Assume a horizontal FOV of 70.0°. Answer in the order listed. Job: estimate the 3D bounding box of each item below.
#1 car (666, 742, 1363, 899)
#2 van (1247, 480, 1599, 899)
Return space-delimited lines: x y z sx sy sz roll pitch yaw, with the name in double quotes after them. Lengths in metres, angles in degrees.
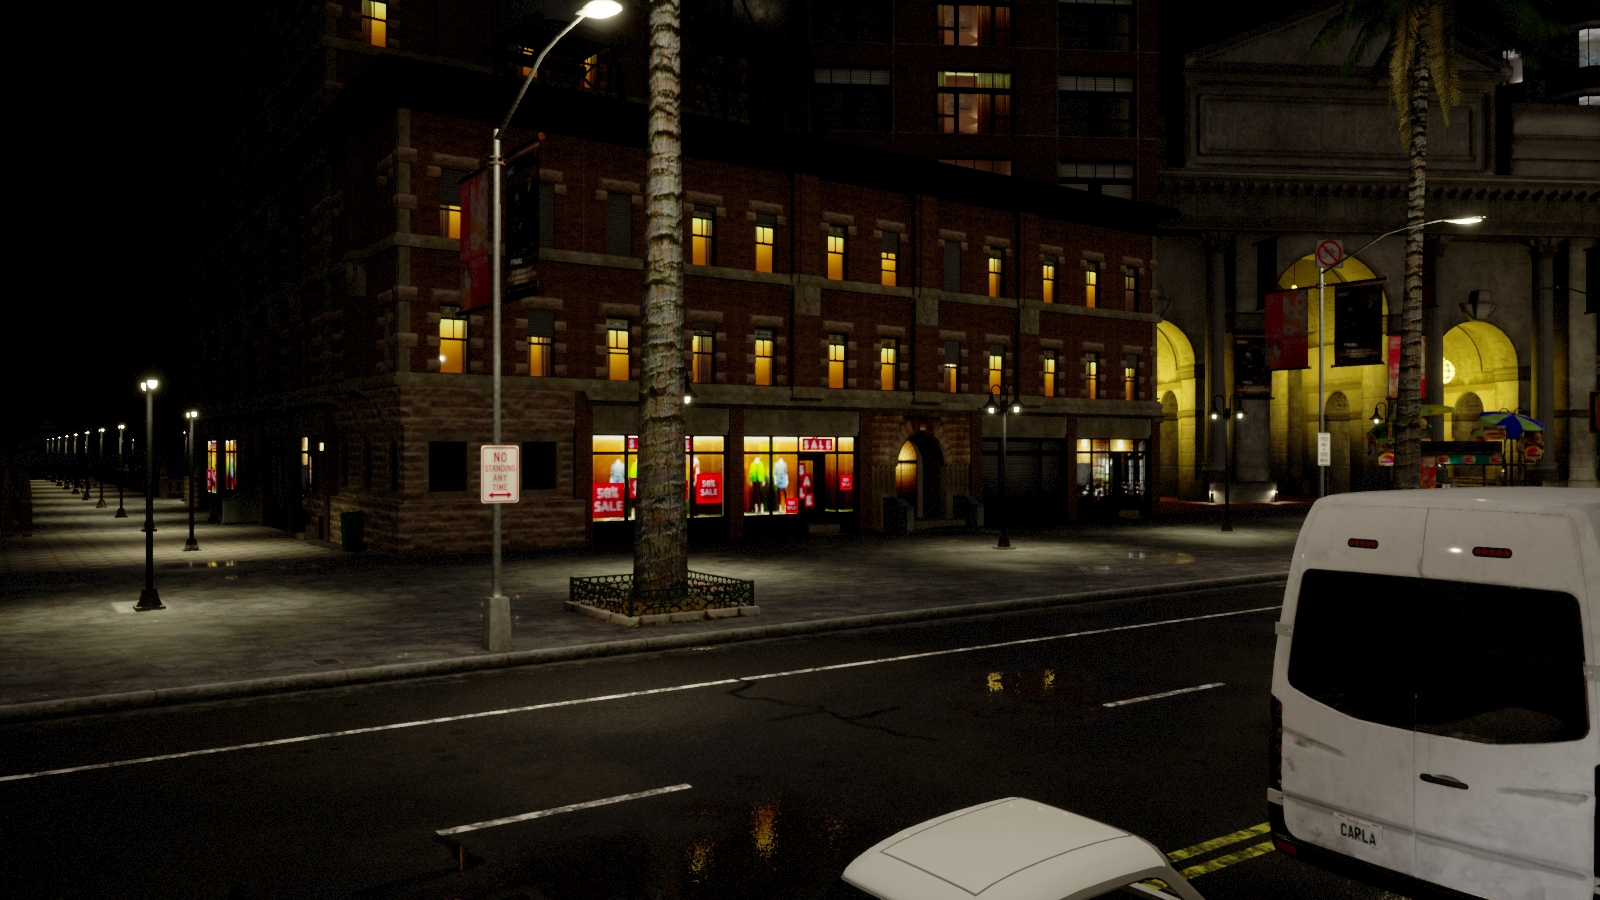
0.827 2.120 4.347 2.207 1.376 1.481 0 0 -35 "car"
5.722 1.534 7.821 5.915 2.561 1.988 0 0 -35 "van"
